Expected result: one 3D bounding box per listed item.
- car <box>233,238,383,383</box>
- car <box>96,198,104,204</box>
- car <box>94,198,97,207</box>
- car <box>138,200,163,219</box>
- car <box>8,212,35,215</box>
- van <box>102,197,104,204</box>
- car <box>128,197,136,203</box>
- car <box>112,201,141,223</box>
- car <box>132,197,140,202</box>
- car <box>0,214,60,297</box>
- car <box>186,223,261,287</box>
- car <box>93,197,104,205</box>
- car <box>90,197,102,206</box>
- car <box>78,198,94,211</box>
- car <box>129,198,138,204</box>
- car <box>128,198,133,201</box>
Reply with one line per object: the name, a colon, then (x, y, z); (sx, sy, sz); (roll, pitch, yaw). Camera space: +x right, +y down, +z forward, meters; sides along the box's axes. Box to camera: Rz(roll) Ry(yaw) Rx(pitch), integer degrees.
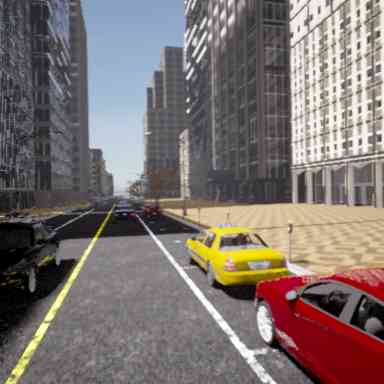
car: (2.161, 1.514, 3.648); (1.887, 1.381, 4.507); (-2, 0, -12)
car: (-24.903, 2.430, 90.153); (2.008, 1.369, 4.403); (-2, 0, -12)
car: (-17.824, 2.191, 57.054); (1.802, 1.307, 4.206); (-2, 0, -12)
car: (-3.738, 1.752, 31.238); (1.887, 1.381, 4.507); (-2, 0, -12)
car: (-9.569, 1.832, 18.438); (2.008, 1.369, 4.403); (-2, 0, -12)
van: (-22.550, 2.131, 79.120); (1.690, 1.788, 3.998); (-2, 0, -12)
car: (-16.719, 2.151, 91.934); (1.967, 1.590, 4.097); (-2, 0, -12)
car: (-5.662, 1.783, 27.871); (2.033, 1.411, 5.357); (-1, 0, -12)
car: (-8.456, 1.945, 53.309); (2.008, 1.369, 4.403); (-2, 0, -12)
car: (-4.899, 1.621, 9.024); (1.882, 1.535, 5.008); (-1, 0, -12)
car: (0.946, 1.544, 9.332); (1.752, 1.417, 4.829); (-2, 0, -12)
car: (-23.731, 2.150, 84.637); (2.192, 1.841, 5.009); (-2, 0, -12)
car: (-20.192, 2.015, 68.087); (2.192, 1.841, 5.009); (-2, 0, -12)
car: (-16.611, 2.087, 51.371); (1.752, 1.417, 4.829); (-2, 0, -12)
car: (-14.356, 2.171, 80.898); (2.008, 1.369, 4.403); (-2, 0, -12)
car: (-9.600, 1.954, 46.312); (1.994, 1.385, 4.181); (-1, 0, -12)
